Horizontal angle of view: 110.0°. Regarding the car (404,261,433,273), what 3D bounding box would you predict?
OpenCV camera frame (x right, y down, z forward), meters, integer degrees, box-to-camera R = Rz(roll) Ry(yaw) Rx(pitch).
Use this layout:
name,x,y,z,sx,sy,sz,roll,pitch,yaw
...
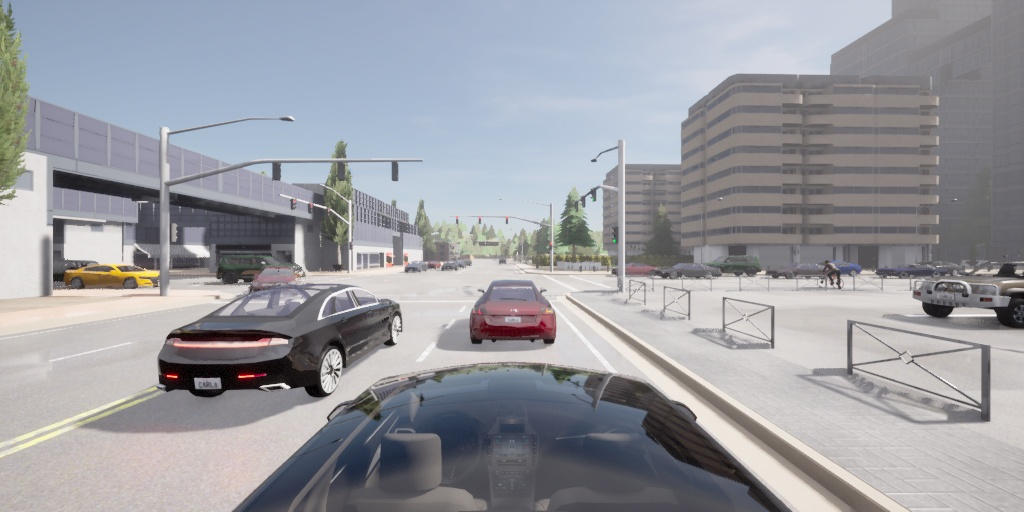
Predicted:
name,x,y,z,sx,sy,sz,roll,pitch,yaw
car,-11.762,1.297,44.435,2.033,1.411,5.357,0,0,-1

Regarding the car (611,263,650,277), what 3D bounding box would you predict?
name,x,y,z,sx,sy,sz,roll,pitch,yaw
car,11.749,1.314,34.527,4.181,1.385,1.994,0,0,-2

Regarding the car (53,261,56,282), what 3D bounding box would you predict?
name,x,y,z,sx,sy,sz,roll,pitch,yaw
car,-30.460,1.101,25.446,4.553,1.767,2.097,0,0,-1

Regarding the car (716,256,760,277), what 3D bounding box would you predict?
name,x,y,z,sx,sy,sz,roll,pitch,yaw
car,21.092,0.971,34.806,5.566,2.045,2.150,0,0,-2

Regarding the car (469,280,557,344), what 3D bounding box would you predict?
name,x,y,z,sx,sy,sz,roll,pitch,yaw
car,0.012,1.314,9.576,1.994,1.385,4.181,0,0,0

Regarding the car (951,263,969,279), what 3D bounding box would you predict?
name,x,y,z,sx,sy,sz,roll,pitch,yaw
car,41.233,1.255,35.359,4.892,1.490,1.837,0,0,-1

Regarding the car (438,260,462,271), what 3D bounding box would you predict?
name,x,y,z,sx,sy,sz,roll,pitch,yaw
car,-8.359,1.314,48.890,1.994,1.385,4.181,0,0,-2

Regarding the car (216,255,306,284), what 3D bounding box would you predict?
name,x,y,z,sx,sy,sz,roll,pitch,yaw
car,-17.947,0.972,25.741,5.566,2.045,2.150,0,0,-2

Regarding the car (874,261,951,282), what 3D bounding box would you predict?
name,x,y,z,sx,sy,sz,roll,pitch,yaw
car,35.171,1.351,31.708,4.718,1.301,1.895,0,0,-2

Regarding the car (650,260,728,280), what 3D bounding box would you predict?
name,x,y,z,sx,sy,sz,roll,pitch,yaw
car,15.238,1.297,31.129,5.357,1.411,2.033,0,0,-2

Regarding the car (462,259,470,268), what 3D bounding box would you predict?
name,x,y,z,sx,sy,sz,roll,pitch,yaw
car,-8.622,1.297,59.187,2.033,1.411,5.357,0,0,-1

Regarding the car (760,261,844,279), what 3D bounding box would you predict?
name,x,y,z,sx,sy,sz,roll,pitch,yaw
car,25.308,1.297,31.428,5.357,1.411,2.033,0,0,-2

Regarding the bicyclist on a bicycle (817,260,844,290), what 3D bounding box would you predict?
name,x,y,z,sx,sy,sz,roll,pitch,yaw
bicyclist on a bicycle,17.929,1.052,20.221,0.582,1.620,1.656,0,0,-2

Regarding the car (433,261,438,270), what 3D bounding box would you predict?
name,x,y,z,sx,sy,sz,roll,pitch,yaw
car,-11.997,1.351,54.020,1.895,1.301,4.718,0,0,-1

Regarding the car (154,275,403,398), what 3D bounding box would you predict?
name,x,y,z,sx,sy,sz,roll,pitch,yaw
car,-3.473,1.242,6.518,2.128,1.511,4.902,0,0,0

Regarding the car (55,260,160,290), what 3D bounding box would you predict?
name,x,y,z,sx,sy,sz,roll,pitch,yaw
car,-24.244,1.228,22.087,5.008,1.535,1.882,1,0,-1

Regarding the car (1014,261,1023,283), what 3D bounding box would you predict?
name,x,y,z,sx,sy,sz,roll,pitch,yaw
car,43.303,1.314,28.308,4.181,1.385,1.994,0,0,-1

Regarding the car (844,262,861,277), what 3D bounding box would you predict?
name,x,y,z,sx,sy,sz,roll,pitch,yaw
car,31.118,1.228,35.097,5.008,1.535,1.882,0,0,-2

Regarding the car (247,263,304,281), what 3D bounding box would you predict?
name,x,y,z,sx,sy,sz,roll,pitch,yaw
car,-12.033,1.275,18.504,1.812,1.442,4.674,1,-1,-29
